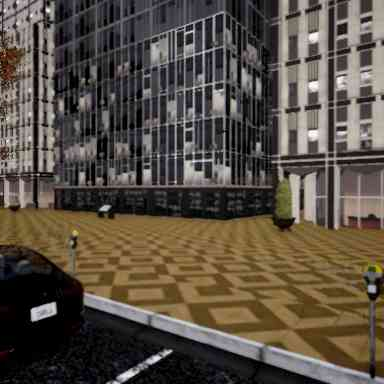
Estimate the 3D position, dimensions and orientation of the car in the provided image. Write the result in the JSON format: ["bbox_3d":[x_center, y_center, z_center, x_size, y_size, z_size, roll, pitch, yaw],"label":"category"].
[{"bbox_3d":[-3.562,1.539,5.418,4.313,1.339,1.947,0,0,36],"label":"car"}]
